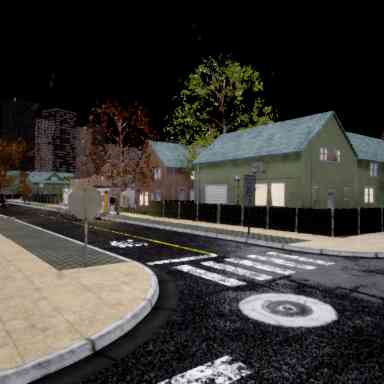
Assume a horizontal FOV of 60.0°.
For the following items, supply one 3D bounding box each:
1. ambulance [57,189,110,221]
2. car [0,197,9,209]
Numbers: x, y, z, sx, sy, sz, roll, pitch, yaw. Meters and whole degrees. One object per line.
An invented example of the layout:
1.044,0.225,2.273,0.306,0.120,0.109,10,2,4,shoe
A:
-8.871,0.982,26.566,2.351,2.431,6.366,1,0,-38,ambulance
-24.880,1.353,42.684,1.837,1.490,4.892,1,0,-38,car
